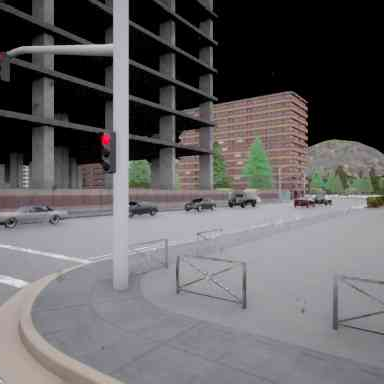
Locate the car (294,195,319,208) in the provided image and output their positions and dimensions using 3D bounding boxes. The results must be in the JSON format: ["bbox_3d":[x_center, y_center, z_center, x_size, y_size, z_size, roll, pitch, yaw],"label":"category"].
[{"bbox_3d":[16.033,1.422,47.183,1.882,1.535,5.008,0,0,35],"label":"car"}]

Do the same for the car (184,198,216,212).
[{"bbox_3d":[1.023,1.449,38.446,1.837,1.490,4.892,0,0,35],"label":"car"}]

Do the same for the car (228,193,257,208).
[{"bbox_3d":[7.251,1.166,47.155,2.150,2.045,5.566,0,0,35],"label":"car"}]

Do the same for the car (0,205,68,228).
[{"bbox_3d":[-10.755,1.545,21.855,1.895,1.301,4.718,0,0,35],"label":"car"}]

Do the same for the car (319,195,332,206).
[{"bbox_3d":[21.736,1.297,55.218,2.097,1.767,4.553,0,0,35],"label":"car"}]

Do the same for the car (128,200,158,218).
[{"bbox_3d":[-4.976,1.470,29.984,1.812,1.442,4.674,0,0,36],"label":"car"}]
